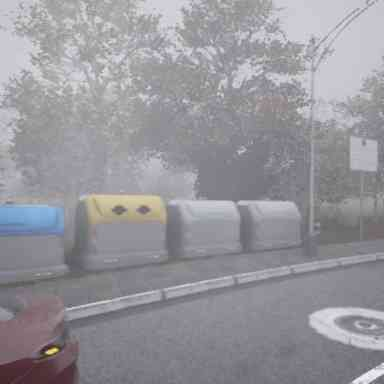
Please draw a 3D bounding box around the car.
[{"bbox_3d":[-3.265,1.533,2.413,4.674,1.442,1.812,0,0,-35],"label":"car"}]
